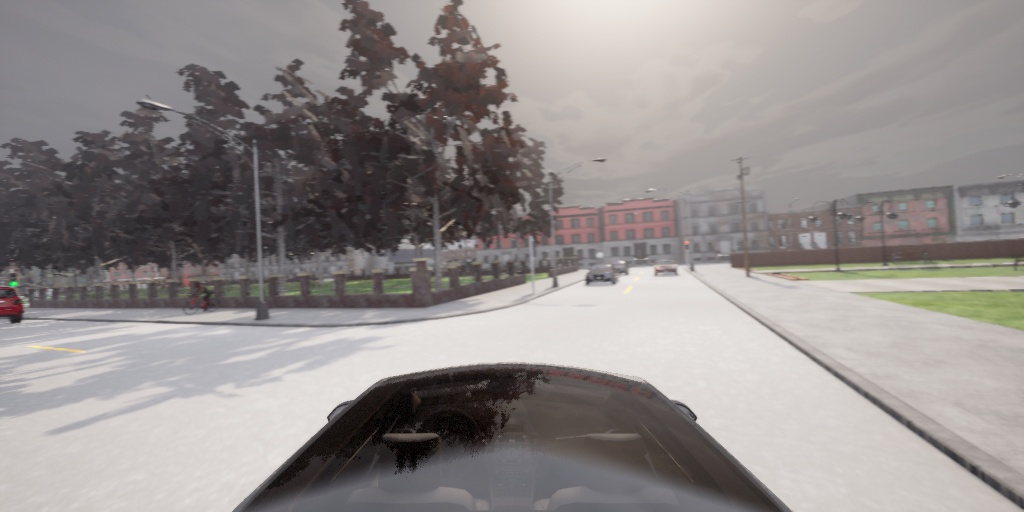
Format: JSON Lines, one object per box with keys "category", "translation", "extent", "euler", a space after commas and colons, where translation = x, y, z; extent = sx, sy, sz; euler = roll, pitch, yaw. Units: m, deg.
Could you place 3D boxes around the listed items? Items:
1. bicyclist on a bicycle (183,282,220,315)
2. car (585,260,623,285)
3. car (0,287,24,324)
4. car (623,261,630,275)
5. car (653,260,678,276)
{"category": "bicyclist on a bicycle", "translation": [-16.290, 2.194, 18.805], "extent": [0.582, 1.620, 1.656], "euler": [-3, 0, 22]}
{"category": "car", "translation": [6.438, 1.241, 25.415], "extent": [1.994, 1.385, 4.181], "euler": [-3, -1, 22]}
{"category": "car", "translation": [-29.224, 2.784, 19.558], "extent": [5.566, 2.045, 2.150], "euler": [-3, -1, 22]}
{"category": "car", "translation": [10.245, 1.142, 34.646], "extent": [1.994, 1.385, 4.181], "euler": [-3, -1, 23]}
{"category": "car", "translation": [13.342, 0.969, 31.202], "extent": [1.895, 1.301, 4.718], "euler": [-3, -1, 22]}
